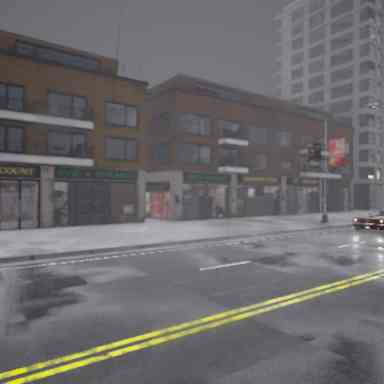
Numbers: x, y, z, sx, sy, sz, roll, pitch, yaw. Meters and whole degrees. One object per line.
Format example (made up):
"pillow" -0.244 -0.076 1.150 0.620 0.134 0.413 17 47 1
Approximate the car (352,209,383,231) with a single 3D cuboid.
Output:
"car" 11.669 1.696 19.989 4.718 1.301 1.895 0 0 -35
